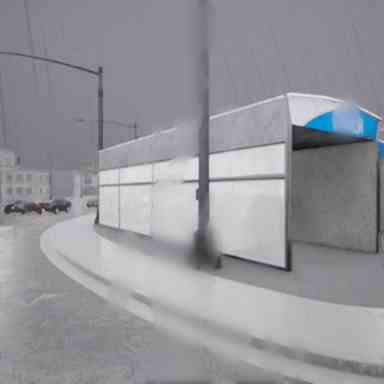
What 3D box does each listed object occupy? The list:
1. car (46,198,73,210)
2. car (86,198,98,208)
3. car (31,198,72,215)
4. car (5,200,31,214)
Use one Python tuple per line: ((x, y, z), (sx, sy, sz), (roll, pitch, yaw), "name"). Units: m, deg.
((-17.838, 1.523, 45.078), (2.033, 1.411, 5.357), (0, 0, -6), "car")
((-13.018, 1.538, 47.230), (1.994, 1.385, 4.181), (0, 0, 25), "car")
((-14.211, 1.494, 34.263), (1.837, 1.490, 4.892), (0, 0, 1), "car")
((-17.694, 1.552, 34.975), (1.994, 1.385, 4.181), (0, 0, 3), "car")
